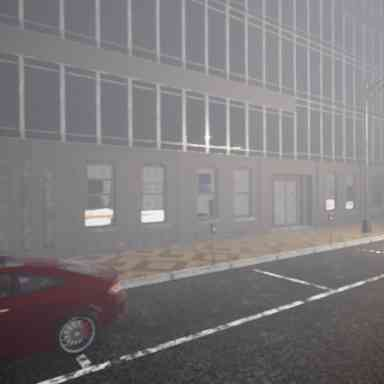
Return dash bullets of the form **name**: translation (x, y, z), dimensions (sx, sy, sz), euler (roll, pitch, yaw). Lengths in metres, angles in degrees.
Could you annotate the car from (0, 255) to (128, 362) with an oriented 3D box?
- **car**: translation (-2.947, 1.582, 4.457), dimensions (4.206, 1.307, 1.802), euler (-1, 0, -35)
